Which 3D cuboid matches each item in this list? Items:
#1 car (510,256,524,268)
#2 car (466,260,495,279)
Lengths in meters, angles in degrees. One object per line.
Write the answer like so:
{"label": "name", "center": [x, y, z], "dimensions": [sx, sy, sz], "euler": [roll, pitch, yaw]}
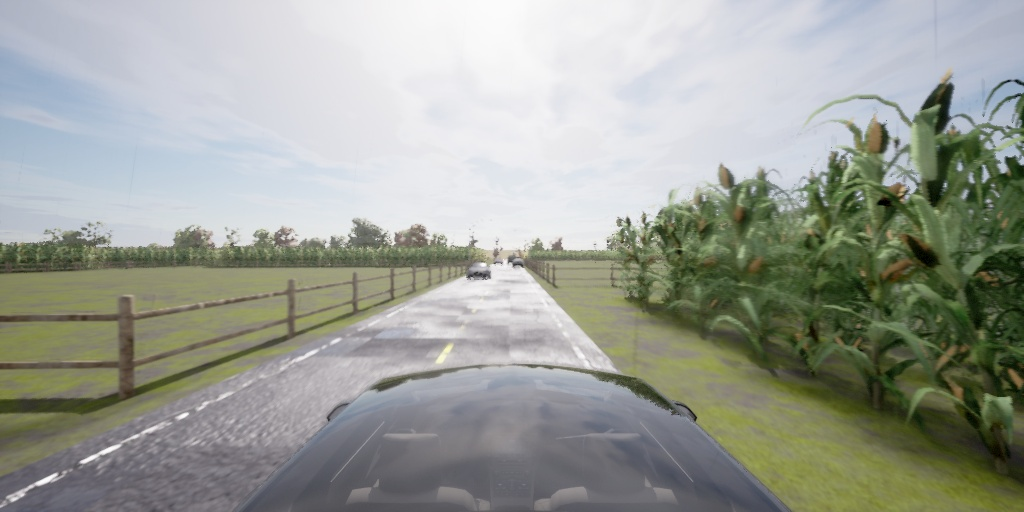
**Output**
{"label": "car", "center": [0.995, 1.224, 60.813], "dimensions": [1.837, 1.490, 4.892], "euler": [0, 0, 0]}
{"label": "car", "center": [-2.825, 1.306, 31.740], "dimensions": [1.994, 1.385, 4.181], "euler": [0, 0, 0]}
